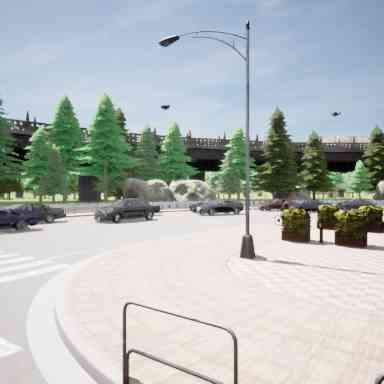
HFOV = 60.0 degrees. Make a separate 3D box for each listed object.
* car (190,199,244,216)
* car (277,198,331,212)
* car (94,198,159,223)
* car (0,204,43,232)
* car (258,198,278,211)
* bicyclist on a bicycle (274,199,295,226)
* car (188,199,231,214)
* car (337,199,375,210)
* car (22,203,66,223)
[{"bbox_3d":[2.694,1.432,31.941,4.902,1.511,2.128,0,0,-30],"label":"car"},{"bbox_3d":[12.471,1.489,36.097,5.357,1.411,2.033,0,0,-12],"label":"car"},{"bbox_3d":[-5.055,1.292,25.051,2.097,1.767,4.553,0,0,41],"label":"car"},{"bbox_3d":[-10.852,1.541,17.718,1.895,1.301,4.718,0,0,36],"label":"car"},{"bbox_3d":[9.980,1.467,38.799,4.674,1.442,1.812,0,0,-15],"label":"car"},{"bbox_3d":[5.554,1.244,19.593,0.582,1.620,1.656,0,0,-44],"label":"bicyclist on a bicycle"},{"bbox_3d":[1.853,1.504,35.367,4.181,1.385,1.994,0,0,-29],"label":"car"},{"bbox_3d":[19.756,1.507,40.175,4.181,1.385,1.994,0,0,0],"label":"car"},{"bbox_3d":[-11.391,1.487,22.723,2.033,1.411,5.357,0,0,37],"label":"car"}]
